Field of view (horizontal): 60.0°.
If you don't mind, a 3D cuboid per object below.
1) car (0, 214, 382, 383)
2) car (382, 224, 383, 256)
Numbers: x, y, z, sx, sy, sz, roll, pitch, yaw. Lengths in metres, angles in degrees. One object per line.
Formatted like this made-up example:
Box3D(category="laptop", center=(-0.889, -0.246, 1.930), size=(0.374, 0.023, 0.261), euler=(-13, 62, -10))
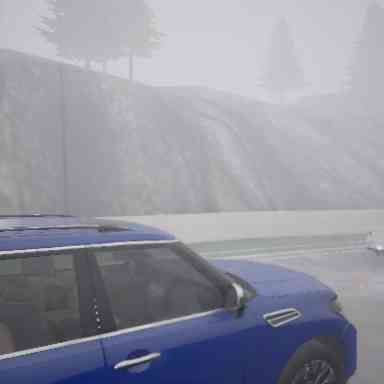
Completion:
Box3D(category="car", center=(-0.982, 1.224, 2.817), size=(5.566, 2.045, 2.150), euler=(0, 0, -33))
Box3D(category="car", center=(8.118, 1.525, 11.327), size=(4.674, 1.442, 1.812), euler=(0, 0, -20))
